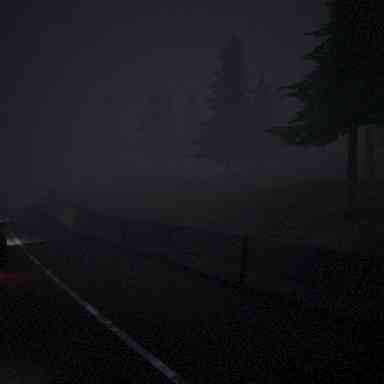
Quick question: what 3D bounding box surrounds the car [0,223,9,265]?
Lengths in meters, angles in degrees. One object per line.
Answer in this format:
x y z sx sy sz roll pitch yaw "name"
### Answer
-7.296 1.509 11.073 1.837 1.490 4.892 0 1 -33 "car"
